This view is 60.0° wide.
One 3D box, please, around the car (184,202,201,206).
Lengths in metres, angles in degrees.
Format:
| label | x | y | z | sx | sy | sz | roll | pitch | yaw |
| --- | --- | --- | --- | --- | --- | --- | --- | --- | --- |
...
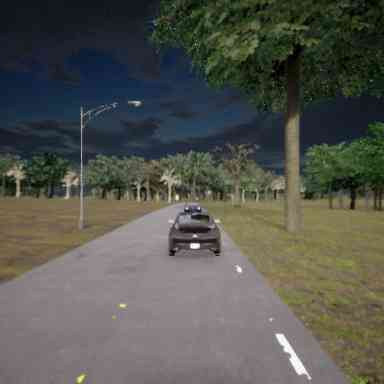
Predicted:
| label | x | y | z | sx | sy | sz | roll | pitch | yaw |
| --- | --- | --- | --- | --- | --- | --- | --- | --- | --- |
| car | 0.087 | 1.726 | 36.013 | 1.895 | 1.301 | 4.718 | 0 | 0 | 0 |

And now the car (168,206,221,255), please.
| label | x | y | z | sx | sy | sz | roll | pitch | yaw |
| --- | --- | --- | --- | --- | --- | --- | --- | --- | --- |
| car | 0.095 | 1.524 | 13.341 | 1.837 | 1.490 | 4.892 | 0 | 0 | 0 |
